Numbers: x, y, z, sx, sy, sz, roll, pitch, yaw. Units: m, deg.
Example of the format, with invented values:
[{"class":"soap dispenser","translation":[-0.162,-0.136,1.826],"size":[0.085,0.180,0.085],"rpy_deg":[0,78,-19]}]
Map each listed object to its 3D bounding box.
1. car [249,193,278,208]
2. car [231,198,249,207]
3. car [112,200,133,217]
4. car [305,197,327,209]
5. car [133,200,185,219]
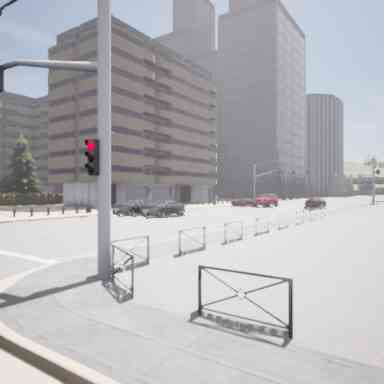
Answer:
[{"class":"car","translation":[10.918,1.231,49.057],"size":[2.150,2.045,5.566],"rpy_deg":[0,0,35]},{"class":"car","translation":[7.769,1.613,50.660],"size":[1.895,1.301,4.718],"rpy_deg":[0,0,35]},{"class":"car","translation":[-5.429,1.503,31.684],"size":[2.128,1.511,4.902],"rpy_deg":[0,0,35]},{"class":"car","translation":[16.813,1.484,45.088],"size":[1.882,1.535,5.008],"rpy_deg":[0,0,35]},{"class":"car","translation":[-2.543,1.501,29.705],"size":[2.128,1.511,4.902],"rpy_deg":[0,0,35]}]
